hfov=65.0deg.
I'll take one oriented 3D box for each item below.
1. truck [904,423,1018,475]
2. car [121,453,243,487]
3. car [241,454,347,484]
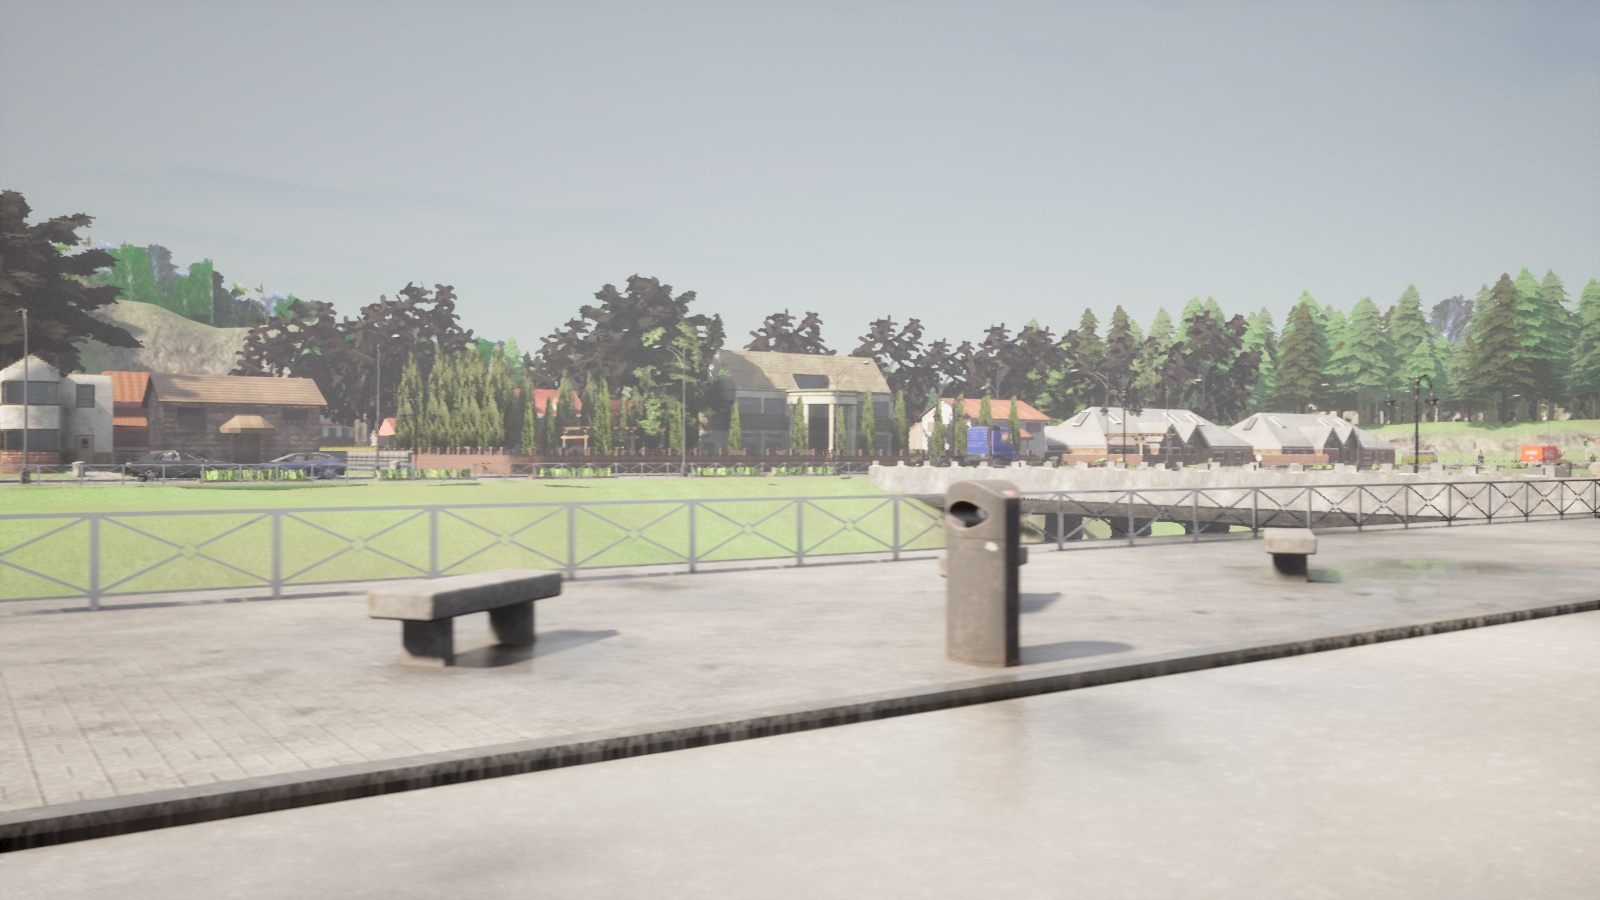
[{"bbox_3d":[11.215,-0.047,87.235,7.936,3.462,2.891,0,0,-35],"label":"truck"},{"bbox_3d":[-29.097,0.908,59.185,4.902,1.511,2.128,0,0,-35],"label":"car"},{"bbox_3d":[-26.513,0.962,65.856,4.792,1.488,2.163,0,0,-35],"label":"car"}]
